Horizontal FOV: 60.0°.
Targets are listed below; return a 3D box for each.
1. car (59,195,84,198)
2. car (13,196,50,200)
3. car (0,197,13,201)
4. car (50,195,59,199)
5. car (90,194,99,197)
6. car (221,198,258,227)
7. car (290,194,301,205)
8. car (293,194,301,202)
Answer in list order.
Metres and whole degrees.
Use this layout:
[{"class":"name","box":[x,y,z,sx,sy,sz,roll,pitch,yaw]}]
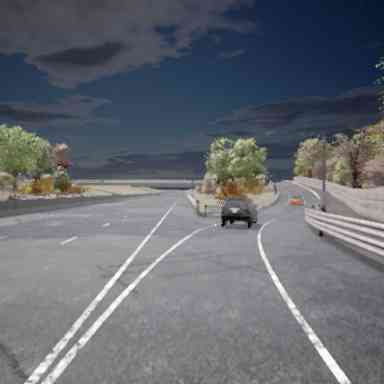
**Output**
[{"class":"car","box":[-22.419,1.417,62.166,2.128,1.511,4.902,0,0,-1]},{"class":"car","box":[-22.121,1.398,46.043,2.128,1.511,4.902,0,0,-1]},{"class":"car","box":[-25.606,1.371,45.497,1.882,1.535,5.008,0,0,-1]},{"class":"car","box":[-25.905,1.377,61.723,1.882,1.535,5.008,0,0,-1]},{"class":"car","box":[-22.752,1.298,77.839,2.128,1.511,4.902,0,0,-1]},{"class":"car","box":[3.676,1.498,25.218,2.150,2.045,5.566,0,-2,17]},{"class":"car","box":[21.275,1.729,68.428,2.097,1.767,4.553,0,3,19]},{"class":"car","box":[24.576,1.282,78.012,1.837,1.490,4.892,0,4,17]}]
